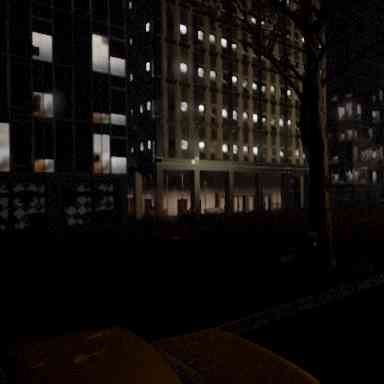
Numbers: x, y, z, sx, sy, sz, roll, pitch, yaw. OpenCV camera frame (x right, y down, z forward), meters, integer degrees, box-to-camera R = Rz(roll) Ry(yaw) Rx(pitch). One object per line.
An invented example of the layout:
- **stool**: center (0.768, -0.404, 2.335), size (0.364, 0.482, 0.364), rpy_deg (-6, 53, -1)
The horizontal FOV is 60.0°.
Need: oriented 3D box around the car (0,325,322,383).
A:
- **car**: center (-1.228, 1.528, 1.560), size (4.829, 1.417, 1.752), rpy_deg (-1, 1, -35)
